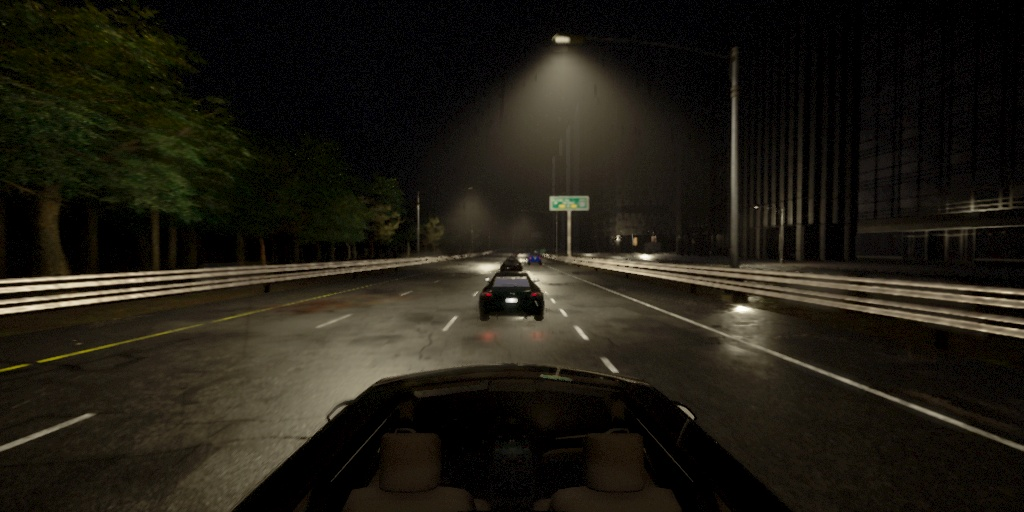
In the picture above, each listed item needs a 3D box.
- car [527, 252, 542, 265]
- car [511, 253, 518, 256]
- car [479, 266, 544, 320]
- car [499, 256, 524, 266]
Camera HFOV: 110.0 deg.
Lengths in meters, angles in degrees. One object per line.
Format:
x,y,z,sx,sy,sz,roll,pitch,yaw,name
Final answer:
3.665,0.406,59.118,2.150,2.045,5.566,0,1,0,car
0.033,0.767,52.792,1.837,1.490,4.892,0,1,0,car
-0.015,1.225,12.248,1.994,1.385,4.181,0,0,0,car
-0.034,1.006,30.273,1.837,1.490,4.892,0,1,0,car
